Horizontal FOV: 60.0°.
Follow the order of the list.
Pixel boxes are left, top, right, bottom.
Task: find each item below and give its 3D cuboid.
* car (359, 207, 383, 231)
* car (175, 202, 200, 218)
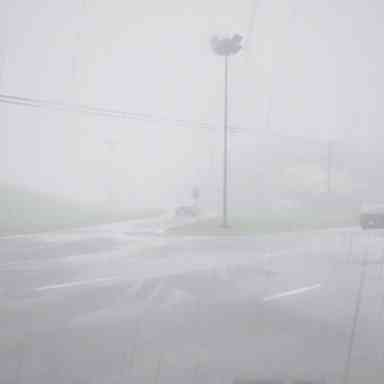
[{"bbox_3d":[12.797,1.728,21.477,5.008,1.535,1.882,1,0,-36],"label":"car"},{"bbox_3d":[-0.422,1.731,32.972,1.812,1.442,4.674,1,0,11],"label":"car"}]
